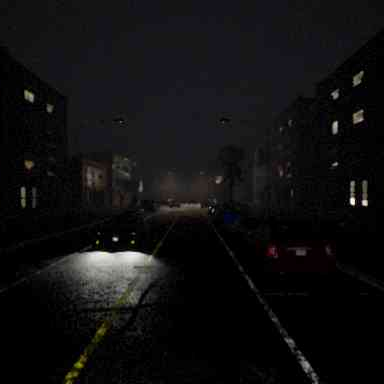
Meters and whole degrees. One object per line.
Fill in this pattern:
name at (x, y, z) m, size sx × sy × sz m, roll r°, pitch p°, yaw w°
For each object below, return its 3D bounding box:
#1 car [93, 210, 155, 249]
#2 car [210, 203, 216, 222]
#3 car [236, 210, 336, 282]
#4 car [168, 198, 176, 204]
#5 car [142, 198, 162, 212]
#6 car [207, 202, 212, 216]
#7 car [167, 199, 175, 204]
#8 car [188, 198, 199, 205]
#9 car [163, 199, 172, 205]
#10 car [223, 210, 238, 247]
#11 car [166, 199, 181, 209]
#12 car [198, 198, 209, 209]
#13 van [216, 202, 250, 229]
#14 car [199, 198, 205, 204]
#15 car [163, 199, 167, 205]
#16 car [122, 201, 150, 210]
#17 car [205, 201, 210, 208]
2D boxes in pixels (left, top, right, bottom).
car at (-3.088, 1.726, 15.355) m, size 1.994 × 1.385 × 4.181 m, roll 0°, pitch -1°, yaw 0°
car at (2.710, 1.826, 26.791) m, size 1.887 × 1.381 × 4.507 m, roll -1°, pitch -1°, yaw 0°
car at (2.694, 1.548, 10.148) m, size 1.967 × 1.590 × 4.097 m, roll -1°, pitch -1°, yaw 0°
car at (-5.615, 2.523, 93.373) m, size 2.008 × 1.369 × 4.403 m, roll -1°, pitch -1°, yaw 0°
car at (-5.659, 1.770, 43.443) m, size 2.192 × 1.841 × 5.009 m, roll -1°, pitch -1°, yaw 0°
car at (2.714, 1.922, 32.339) m, size 1.802 × 1.307 × 4.206 m, roll -1°, pitch -1°, yaw 0°
car at (-5.619, 2.497, 87.824) m, size 1.802 × 1.307 × 4.206 m, roll -1°, pitch -1°, yaw 0°
car at (0.062, 2.166, 74.471) m, size 1.812 × 1.442 × 4.674 m, roll 0°, pitch -1°, yaw 0°
car at (-5.628, 2.345, 76.729) m, size 1.887 × 1.381 × 4.507 m, roll -1°, pitch -1°, yaw 0°
car at (2.701, 1.748, 15.695) m, size 1.802 × 1.307 × 4.206 m, roll -1°, pitch -1°, yaw 0°
car at (-2.999, 2.132, 57.971) m, size 1.812 × 1.442 × 4.674 m, roll 0°, pitch 0°, yaw 1°
car at (2.398, 2.110, 55.811) m, size 1.812 × 1.442 × 4.674 m, roll 0°, pitch -1°, yaw 0°
van at (2.703, 1.565, 21.245) m, size 1.690 × 1.788 × 3.998 m, roll -1°, pitch -1°, yaw 0°
car at (2.767, 2.500, 93.537) m, size 1.752 × 1.417 × 4.829 m, roll -1°, pitch -1°, yaw 0°
car at (-5.634, 2.183, 71.182) m, size 1.967 × 1.590 × 4.097 m, roll -1°, pitch -1°, yaw 0°
car at (-5.666, 1.890, 32.344) m, size 2.008 × 1.369 × 4.403 m, roll -1°, pitch -1°, yaw 0°
car at (2.719, 1.979, 37.887) m, size 1.802 × 1.307 × 4.206 m, roll -1°, pitch -1°, yaw 0°
